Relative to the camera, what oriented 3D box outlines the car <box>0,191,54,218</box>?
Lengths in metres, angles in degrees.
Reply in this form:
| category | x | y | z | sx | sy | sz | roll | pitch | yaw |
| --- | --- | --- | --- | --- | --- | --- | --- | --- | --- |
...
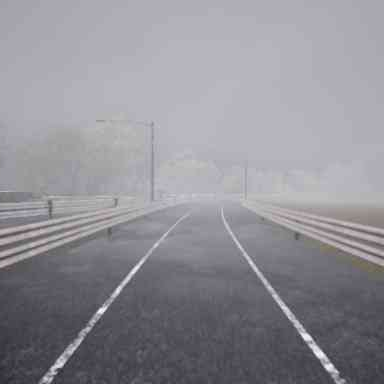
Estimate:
| category | x | y | z | sx | sy | sz | roll | pitch | yaw |
| --- | --- | --- | --- | --- | --- | --- | --- | --- | --- |
| car | -13.718 | 0.955 | 27.069 | 2.150 | 2.045 | 5.566 | 0 | 0 | 13 |

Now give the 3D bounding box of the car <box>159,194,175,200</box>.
| category | x | y | z | sx | sy | sz | roll | pitch | yaw |
| --- | --- | --- | --- | --- | --- | --- | --- | --- | --- |
| car | -4.985 | 1.380 | 74.803 | 2.033 | 1.411 | 5.357 | 0 | 0 | 16 |

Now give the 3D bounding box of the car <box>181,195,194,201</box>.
| category | x | y | z | sx | sy | sz | roll | pitch | yaw |
| --- | --- | --- | --- | --- | --- | --- | --- | --- | --- |
| car | -0.981 | 1.436 | 76.022 | 1.895 | 1.301 | 4.718 | 0 | 0 | 16 |
